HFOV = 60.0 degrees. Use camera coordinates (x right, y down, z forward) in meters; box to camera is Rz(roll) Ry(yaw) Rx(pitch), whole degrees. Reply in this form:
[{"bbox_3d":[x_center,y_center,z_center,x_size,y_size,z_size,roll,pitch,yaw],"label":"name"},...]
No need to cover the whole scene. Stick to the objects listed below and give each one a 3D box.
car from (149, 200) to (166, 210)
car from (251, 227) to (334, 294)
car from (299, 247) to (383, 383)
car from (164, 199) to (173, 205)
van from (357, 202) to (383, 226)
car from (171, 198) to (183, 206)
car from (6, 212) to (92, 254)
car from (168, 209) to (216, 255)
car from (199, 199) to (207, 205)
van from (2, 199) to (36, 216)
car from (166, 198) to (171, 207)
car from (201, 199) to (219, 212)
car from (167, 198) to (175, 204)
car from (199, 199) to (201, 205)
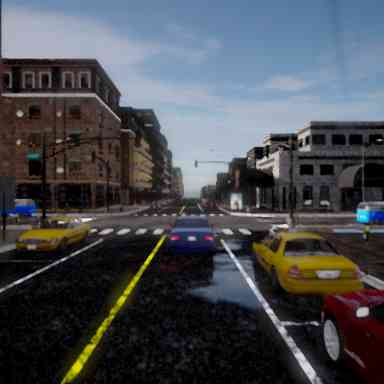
[{"bbox_3d":[-5.710,2.075,52.546,2.008,1.369,4.403,0,-1,0],"label":"car"},{"bbox_3d":[2.684,1.611,8.868,1.752,1.417,4.829,0,-1,0],"label":"car"},{"bbox_3d":[2.685,1.574,3.001,1.887,1.381,4.507,0,-1,0],"label":"car"},{"bbox_3d":[-5.718,2.358,80.858,1.752,1.417,4.829,0,-1,0],"label":"car"},{"bbox_3d":[14.652,1.651,25.165,3.998,1.788,1.690,0,0,0],"label":"van"},{"bbox_3d":[-3.019,2.211,72.152,1.882,1.535,5.008,0,-1,0],"label":"car"},{"bbox_3d":[-5.699,1.662,14.227,1.752,1.417,4.829,0,-1,0],"label":"car"},{"bbox_3d":[-0.003,1.682,13.994,2.033,1.411,5.357,0,-1,0],"label":"car"},{"bbox_3d":[2.663,2.385,81.043,2.008,1.369,4.403,-1,-1,0],"label":"car"},{"bbox_3d":[-17.772,1.605,33.296,3.998,1.788,1.690,0,0,0],"label":"van"},{"bbox_3d":[-5.713,2.197,63.939,2.008,1.369,4.403,0,-1,0],"label":"car"},{"bbox_3d":[2.672,1.904,46.866,1.967,1.590,4.097,0,-1,0],"label":"car"},{"bbox_3d":[-5.723,2.403,92.421,1.967,1.590,4.097,0,-1,0],"label":"car"},{"bbox_3d":[2.669,2.167,58.257,1.802,1.307,4.206,0,-1,0],"label":"car"}]
